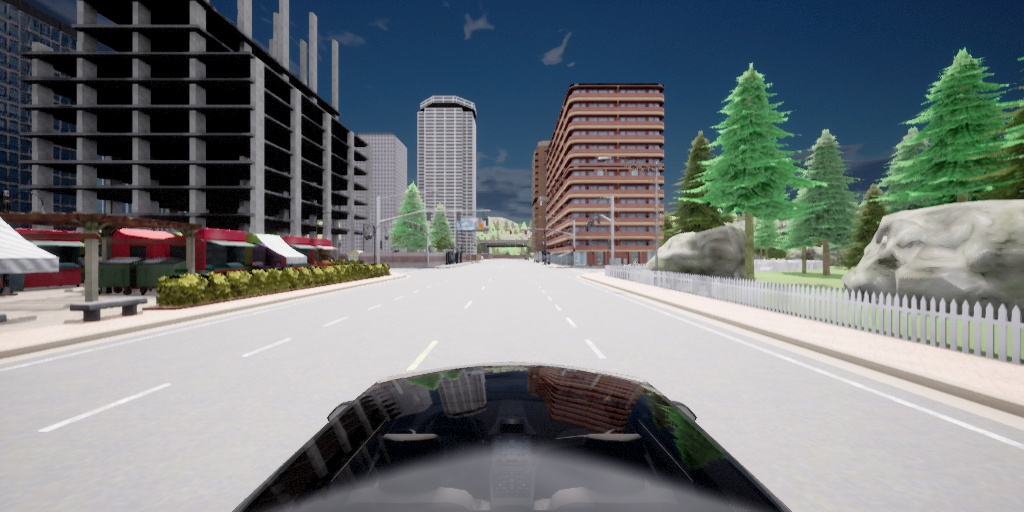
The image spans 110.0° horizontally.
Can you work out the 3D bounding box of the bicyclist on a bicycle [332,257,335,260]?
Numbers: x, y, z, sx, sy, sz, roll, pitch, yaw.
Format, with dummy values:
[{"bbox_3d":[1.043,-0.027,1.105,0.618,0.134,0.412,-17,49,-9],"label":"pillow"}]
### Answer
[{"bbox_3d":[-27.886,0.969,55.944,0.582,1.620,1.656,0,0,0],"label":"bicyclist on a bicycle"}]
